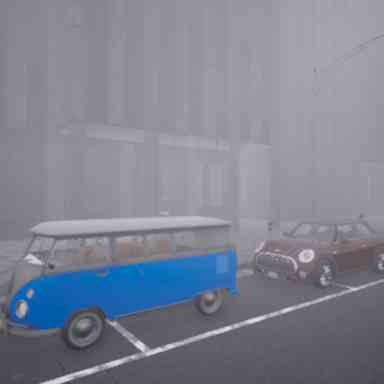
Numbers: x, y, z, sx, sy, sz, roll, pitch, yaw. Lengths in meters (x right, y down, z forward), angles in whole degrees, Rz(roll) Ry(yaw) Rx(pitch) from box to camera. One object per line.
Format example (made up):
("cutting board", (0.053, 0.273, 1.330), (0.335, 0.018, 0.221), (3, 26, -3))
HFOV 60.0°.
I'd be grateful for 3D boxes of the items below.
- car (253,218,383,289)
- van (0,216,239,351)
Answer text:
("car", (3.583, 1.489, 9.207), (4.097, 1.590, 1.967), (0, 0, -35))
("van", (-1.006, 1.356, 5.935), (3.998, 1.788, 1.690), (0, 0, -35))
